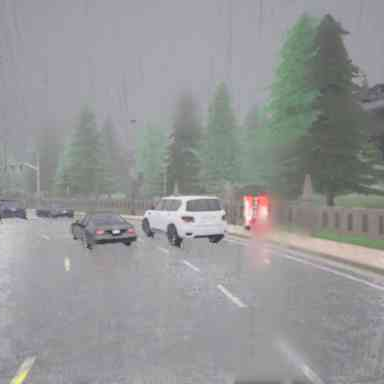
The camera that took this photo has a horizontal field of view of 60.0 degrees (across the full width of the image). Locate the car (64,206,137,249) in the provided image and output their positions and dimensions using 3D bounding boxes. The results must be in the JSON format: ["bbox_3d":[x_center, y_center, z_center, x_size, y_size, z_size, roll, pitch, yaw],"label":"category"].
[{"bbox_3d":[-4.087,1.554,14.775,2.033,1.411,5.357,-1,0,-29],"label":"car"}]

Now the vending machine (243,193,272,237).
[{"bbox_3d":[3.275,1.129,16.764,1.100,2.100,0.880,-1,0,-26],"label":"vending machine"}]

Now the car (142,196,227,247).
[{"bbox_3d":[-0.529,1.194,15.247,2.150,2.045,5.566,0,0,-26],"label":"car"}]

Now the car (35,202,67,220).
[{"bbox_3d":[-12.091,1.615,29.195,4.181,1.385,1.994,0,0,44],"label":"car"}]

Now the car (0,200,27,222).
[{"bbox_3d":[-15.600,1.439,27.720,4.553,1.767,2.097,0,0,43],"label":"car"}]
